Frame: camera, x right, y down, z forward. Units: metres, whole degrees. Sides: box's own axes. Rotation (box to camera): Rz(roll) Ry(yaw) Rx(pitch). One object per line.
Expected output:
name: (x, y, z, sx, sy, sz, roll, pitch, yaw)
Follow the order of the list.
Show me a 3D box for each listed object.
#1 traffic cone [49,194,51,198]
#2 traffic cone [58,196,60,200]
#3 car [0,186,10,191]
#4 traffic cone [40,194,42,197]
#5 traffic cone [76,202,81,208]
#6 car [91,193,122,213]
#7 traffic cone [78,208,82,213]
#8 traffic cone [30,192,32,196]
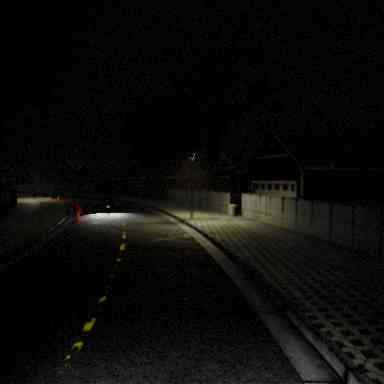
traffic cone: (-19.233, 0.565, 45.123, 0.340, 0.580, 0.340, -1, 2, -37)
traffic cone: (-16.467, 0.687, 41.147, 0.340, 0.580, 0.340, -1, 2, -33)
car: (-35.402, -0.441, 63.052, 4.892, 1.490, 1.837, 1, 2, 37)
traffic cone: (-22.242, 0.447, 48.922, 0.340, 0.580, 0.340, -2, 2, -40)
traffic cone: (-8.007, 1.225, 23.767, 0.340, 0.580, 0.340, -1, 2, -19)
car: (-6.549, 0.786, 25.197, 1.994, 1.385, 4.181, -1, 2, -20)
traffic cone: (-6.584, 1.368, 19.136, 0.340, 0.580, 0.340, -1, 2, -15)
traffic cone: (-25.478, 0.336, 52.526, 0.340, 0.580, 0.340, -2, 3, -44)
